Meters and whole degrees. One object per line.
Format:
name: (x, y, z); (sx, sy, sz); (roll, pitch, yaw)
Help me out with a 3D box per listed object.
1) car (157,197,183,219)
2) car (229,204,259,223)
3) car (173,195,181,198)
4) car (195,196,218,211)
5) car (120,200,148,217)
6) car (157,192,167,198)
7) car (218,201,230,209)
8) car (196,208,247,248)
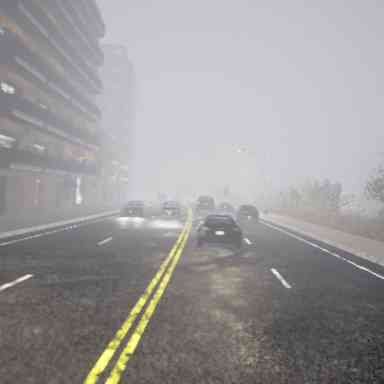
car: (-1.886, 1.555, 30.410); (2.128, 1.511, 4.902); (3, 0, 1)
car: (4.790, 1.888, 29.953); (1.837, 1.490, 4.892); (3, -1, 0)
car: (-3.492, 1.525, 75.034); (2.128, 1.511, 4.902); (3, 0, -5)
car: (1.548, 1.501, 40.933); (2.150, 2.045, 5.566); (3, 0, -1)
car: (-5.139, 1.466, 29.938); (1.994, 1.385, 4.181); (3, 0, 1)
car: (-6.710, 1.070, 74.726); (2.150, 2.045, 5.566); (3, 0, -5)
car: (4.543, 2.017, 47.172); (1.994, 1.385, 4.181); (3, 0, -1)
car: (1.250, 1.708, 15.974); (1.994, 1.385, 4.181); (3, 0, 2)
